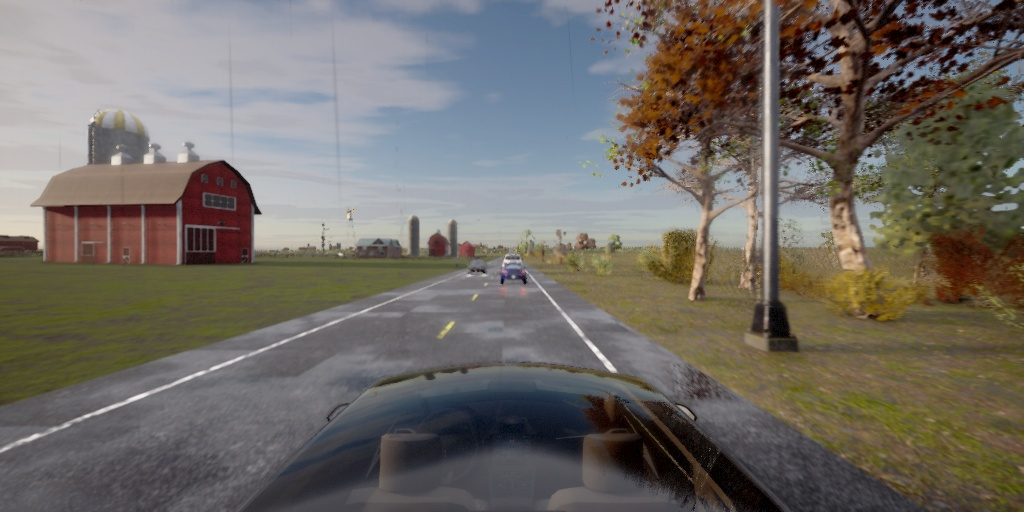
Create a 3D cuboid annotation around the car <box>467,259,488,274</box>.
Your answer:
[{"bbox_3d":[-3.593,1.122,37.733,1.837,1.490,4.892,0,0,0],"label":"car"}]

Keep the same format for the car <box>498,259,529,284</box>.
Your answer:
[{"bbox_3d":[0.100,1.187,26.015,1.812,1.442,4.674,0,0,0],"label":"car"}]

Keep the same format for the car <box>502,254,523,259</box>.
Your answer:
[{"bbox_3d":[0.094,0.832,39.952,2.150,2.045,5.566,0,1,0],"label":"car"}]
